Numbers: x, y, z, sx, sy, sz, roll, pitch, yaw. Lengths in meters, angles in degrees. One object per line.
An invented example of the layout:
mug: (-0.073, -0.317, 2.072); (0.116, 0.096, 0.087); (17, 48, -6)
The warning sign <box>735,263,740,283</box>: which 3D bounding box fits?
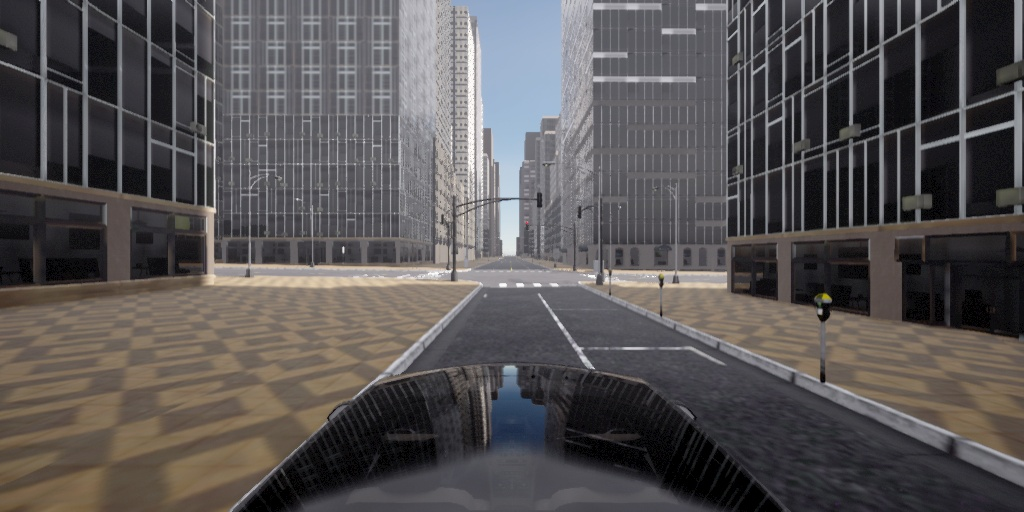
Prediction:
warning sign: (17.262, 1.179, 27.990); (1.060, 1.860, 1.300); (0, 0, -3)
